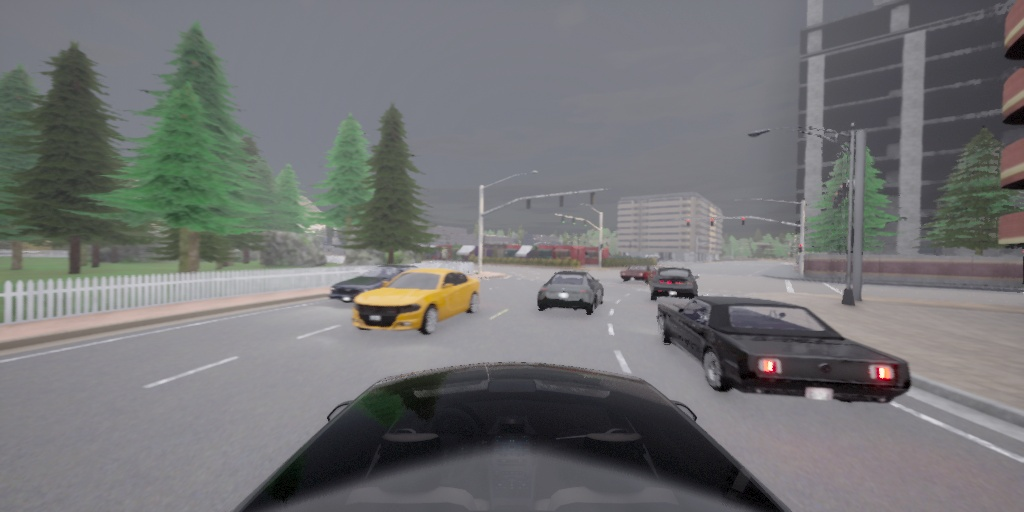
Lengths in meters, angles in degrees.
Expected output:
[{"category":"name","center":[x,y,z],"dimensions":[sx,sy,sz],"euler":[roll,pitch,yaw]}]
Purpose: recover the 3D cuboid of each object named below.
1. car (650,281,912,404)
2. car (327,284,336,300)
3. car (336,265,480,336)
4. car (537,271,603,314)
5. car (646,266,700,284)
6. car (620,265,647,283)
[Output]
[{"category":"car","center":[4.099,1.389,6.584],"dimensions":[1.895,1.301,4.718],"euler":[1,1,8]},{"category":"car","center":[-4.884,1.078,14.812],"dimensions":[2.033,1.411,5.357],"euler":[1,1,17]},{"category":"car","center":[-2.425,1.099,10.326],"dimensions":[1.882,1.535,5.008],"euler":[1,0,14]},{"category":"car","center":[2.332,1.251,13.659],"dimensions":[1.994,1.385,4.181],"euler":[1,1,19]},{"category":"car","center":[7.542,1.269,16.722],"dimensions":[1.837,1.490,4.892],"euler":[1,0,25]},{"category":"car","center":[9.959,1.342,27.244],"dimensions":[1.895,1.301,4.718],"euler":[1,0,39]}]
